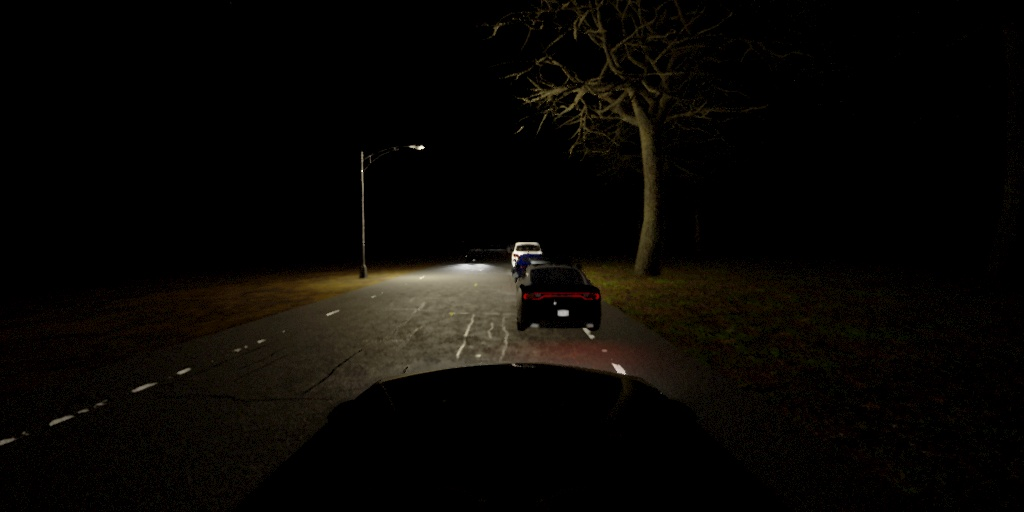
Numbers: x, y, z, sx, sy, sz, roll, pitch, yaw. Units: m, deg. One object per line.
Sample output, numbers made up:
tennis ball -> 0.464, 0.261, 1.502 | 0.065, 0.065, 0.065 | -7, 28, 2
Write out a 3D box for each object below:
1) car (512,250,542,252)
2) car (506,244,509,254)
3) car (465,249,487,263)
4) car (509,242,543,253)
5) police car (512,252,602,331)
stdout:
car -> 1.051, 0.580, 19.813 | 1.812, 1.442, 4.674 | 0, 2, 0
car -> 0.064, -1.011, 54.783 | 1.812, 1.442, 4.674 | 0, 3, 0
car -> -3.589, -0.028, 36.015 | 1.895, 1.301, 4.718 | 0, 3, 0
car -> 1.051, 0.035, 25.827 | 2.150, 2.045, 5.566 | 0, 2, 0
police car -> 1.050, 0.865, 9.926 | 1.930, 1.638, 5.238 | 0, 2, 0
